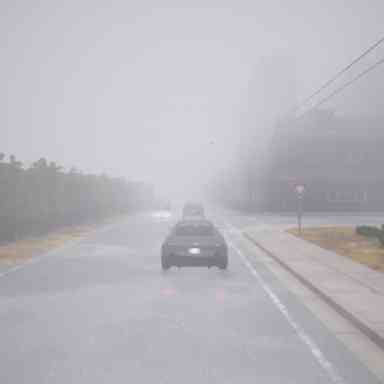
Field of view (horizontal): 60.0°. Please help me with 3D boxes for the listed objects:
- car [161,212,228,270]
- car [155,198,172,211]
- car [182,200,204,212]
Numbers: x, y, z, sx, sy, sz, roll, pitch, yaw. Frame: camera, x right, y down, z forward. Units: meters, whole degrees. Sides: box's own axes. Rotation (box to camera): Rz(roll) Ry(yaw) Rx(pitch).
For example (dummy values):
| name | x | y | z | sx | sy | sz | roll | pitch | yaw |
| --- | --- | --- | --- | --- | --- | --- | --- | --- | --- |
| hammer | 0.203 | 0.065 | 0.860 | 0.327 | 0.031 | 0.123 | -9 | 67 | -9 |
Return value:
| name | x | y | z | sx | sy | sz | roll | pitch | yaw |
| --- | --- | --- | --- | --- | --- | --- | --- | --- | --- |
| car | 0.080 | 1.582 | 11.107 | 1.994 | 1.385 | 4.181 | 0 | 0 | 0 |
| car | -3.530 | 1.558 | 41.566 | 2.128 | 1.511 | 4.902 | 0 | 0 | 0 |
| car | 0.120 | 1.517 | 30.949 | 1.882 | 1.535 | 5.008 | 0 | 0 | 0 |
